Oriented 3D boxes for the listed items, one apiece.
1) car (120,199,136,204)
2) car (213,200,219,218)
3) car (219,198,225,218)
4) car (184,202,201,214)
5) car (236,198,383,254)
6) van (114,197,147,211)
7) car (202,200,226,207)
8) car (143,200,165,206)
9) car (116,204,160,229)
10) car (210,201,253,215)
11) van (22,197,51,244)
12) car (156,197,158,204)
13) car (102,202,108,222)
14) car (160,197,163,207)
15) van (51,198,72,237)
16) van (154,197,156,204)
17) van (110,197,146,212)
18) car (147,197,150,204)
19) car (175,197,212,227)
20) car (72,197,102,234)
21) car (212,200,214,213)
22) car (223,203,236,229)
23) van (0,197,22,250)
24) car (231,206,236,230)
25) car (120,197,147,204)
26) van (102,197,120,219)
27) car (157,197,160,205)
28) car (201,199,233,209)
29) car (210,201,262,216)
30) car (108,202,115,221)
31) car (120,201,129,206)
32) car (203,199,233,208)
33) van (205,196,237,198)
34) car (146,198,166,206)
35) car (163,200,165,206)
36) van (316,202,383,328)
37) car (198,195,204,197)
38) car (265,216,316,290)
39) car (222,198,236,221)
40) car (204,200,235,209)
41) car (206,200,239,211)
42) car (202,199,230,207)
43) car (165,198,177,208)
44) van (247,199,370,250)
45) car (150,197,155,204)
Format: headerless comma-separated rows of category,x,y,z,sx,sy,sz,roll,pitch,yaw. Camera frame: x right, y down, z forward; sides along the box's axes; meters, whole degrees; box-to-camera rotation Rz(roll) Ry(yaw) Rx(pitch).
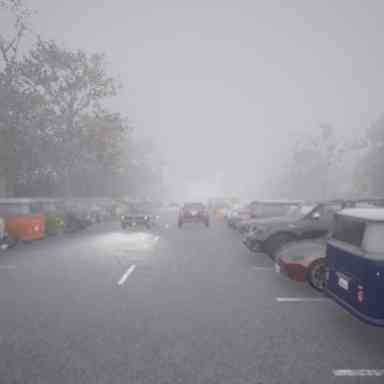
car,-8.539,1.753,33.320,5.008,1.535,2.097,0,-1,0
car,4.721,1.676,27.668,5.366,1.575,1.946,0,-1,0
car,4.568,1.517,24.893,4.553,1.767,2.185,0,-1,0
car,0.095,1.942,41.359,1.994,1.385,4.181,0,-1,0
car,4.510,1.210,11.015,5.566,2.045,2.435,0,-1,0
van,-8.663,1.708,47.173,4.442,1.987,1.878,0,-1,0
car,4.524,2.333,69.294,4.892,1.521,2.231,0,-1,0
car,-8.547,2.494,74.855,4.674,1.452,2.002,0,-1,0
car,-3.605,1.726,22.931,1.895,1.301,4.718,0,-1,0
car,4.564,1.854,38.771,4.792,1.488,2.163,0,-1,0
van,-8.658,1.274,13.933,4.442,1.987,1.878,0,-1,0
car,-8.577,2.081,55.476,4.792,1.488,2.163,0,-1,0
car,-8.538,1.608,22.240,5.008,1.535,2.097,0,-1,0
car,-8.520,2.242,63.779,4.792,1.488,2.163,0,-1,0
van,-8.659,1.309,16.578,4.442,1.987,1.878,0,-1,0
van,-8.439,1.784,52.729,4.442,1.987,1.878,0,-1,0
van,-8.429,1.672,44.403,4.442,1.987,1.878,0,-1,0
car,-8.518,1.611,41.634,5.566,2.045,2.435,0,-1,0
car,0.102,1.506,24.458,2.097,1.767,4.553,0,0,0
car,-8.514,1.319,19.349,5.566,2.045,2.435,0,-1,0
car,4.542,1.716,30.444,4.892,1.521,2.231,0,-1,0
car,4.543,1.570,19.340,5.008,1.535,2.097,0,-1,0
van,-8.425,1.236,11.030,4.442,1.987,1.878,0,0,0
car,4.535,1.574,16.563,4.674,1.452,2.002,0,-1,0
car,-8.517,1.574,38.864,5.566,2.045,2.435,0,-1,0
van,-8.660,1.453,27.658,4.442,1.987,1.878,0,-1,0
car,-8.577,2.127,58.115,4.792,1.488,2.163,0,-1,0
car,4.346,2.096,58.195,5.366,1.575,1.946,0,-1,0
car,4.720,1.785,35.995,5.366,1.575,1.946,0,-1,0
car,-8.541,1.685,25.010,4.674,1.452,2.002,0,-1,0
car,-8.547,1.755,30.425,4.674,1.452,2.002,0,-1,0
car,4.717,2.148,60.847,5.366,1.575,1.946,0,-1,0
van,4.417,1.707,47.102,4.442,1.987,1.878,0,-1,0
car,-8.582,2.446,80.273,4.553,1.767,2.185,0,-1,0
car,-8.578,2.022,66.554,5.566,2.045,2.435,0,-1,0
van,4.656,1.237,5.479,4.442,1.987,1.878,0,0,0
car,4.501,2.202,74.851,5.566,2.045,2.435,0,-1,0
car,4.509,1.484,8.261,4.792,1.488,2.163,0,0,0
car,4.568,1.481,22.117,4.553,1.767,2.185,0,-1,0
car,4.538,2.051,55.428,4.892,1.521,2.231,0,-1,0
car,4.504,1.999,49.875,4.792,1.488,2.163,0,-1,0
car,4.716,2.269,66.519,5.366,1.575,1.946,0,-1,0
car,-3.521,2.342,64.212,1.895,1.301,4.718,0,-1,0
van,4.655,1.272,13.791,4.442,1.987,1.878,0,-1,0
car,-8.552,1.970,49.940,5.008,1.535,2.097,0,-1,0
